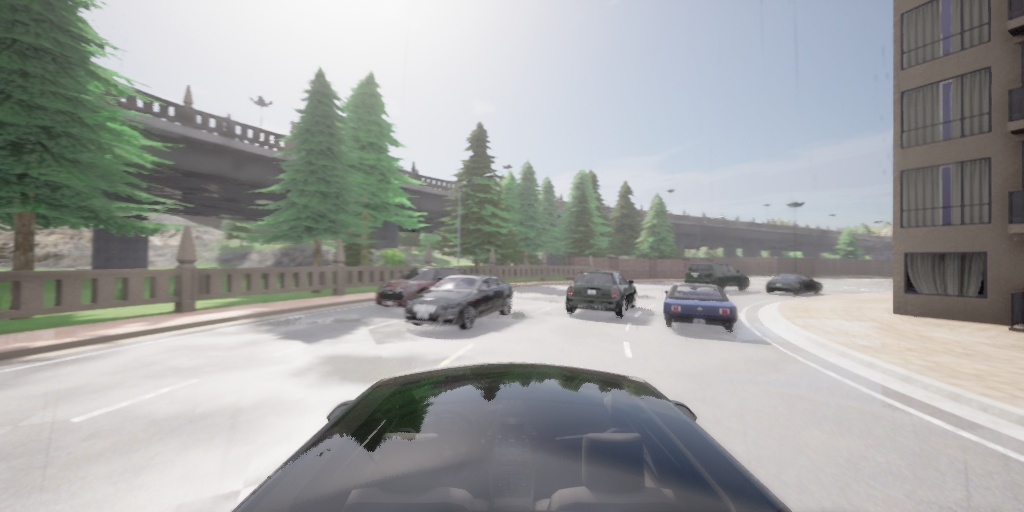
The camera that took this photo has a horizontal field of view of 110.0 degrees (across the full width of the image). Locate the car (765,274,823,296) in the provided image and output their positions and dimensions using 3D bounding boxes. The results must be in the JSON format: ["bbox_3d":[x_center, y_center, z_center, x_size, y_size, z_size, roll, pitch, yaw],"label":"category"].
[{"bbox_3d":[19.566,1.936,24.870,4.181,1.385,1.994,1,-1,-29],"label":"car"}]

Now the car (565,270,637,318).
[{"bbox_3d":[3.774,1.341,14.629,2.097,1.767,4.553,1,-1,26],"label":"car"}]

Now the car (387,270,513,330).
[{"bbox_3d":[-1.486,1.359,11.780,2.128,1.511,4.902,0,-1,21],"label":"car"}]

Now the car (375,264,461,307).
[{"bbox_3d":[-3.652,1.239,15.534,2.097,1.767,4.553,1,-1,25],"label":"car"}]

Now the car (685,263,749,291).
[{"bbox_3d":[15.103,1.546,26.416,5.566,2.045,2.150,1,-1,-31],"label":"car"}]

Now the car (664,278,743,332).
[{"bbox_3d":[6.169,1.589,12.076,1.895,1.301,4.718,0,-1,24],"label":"car"}]
